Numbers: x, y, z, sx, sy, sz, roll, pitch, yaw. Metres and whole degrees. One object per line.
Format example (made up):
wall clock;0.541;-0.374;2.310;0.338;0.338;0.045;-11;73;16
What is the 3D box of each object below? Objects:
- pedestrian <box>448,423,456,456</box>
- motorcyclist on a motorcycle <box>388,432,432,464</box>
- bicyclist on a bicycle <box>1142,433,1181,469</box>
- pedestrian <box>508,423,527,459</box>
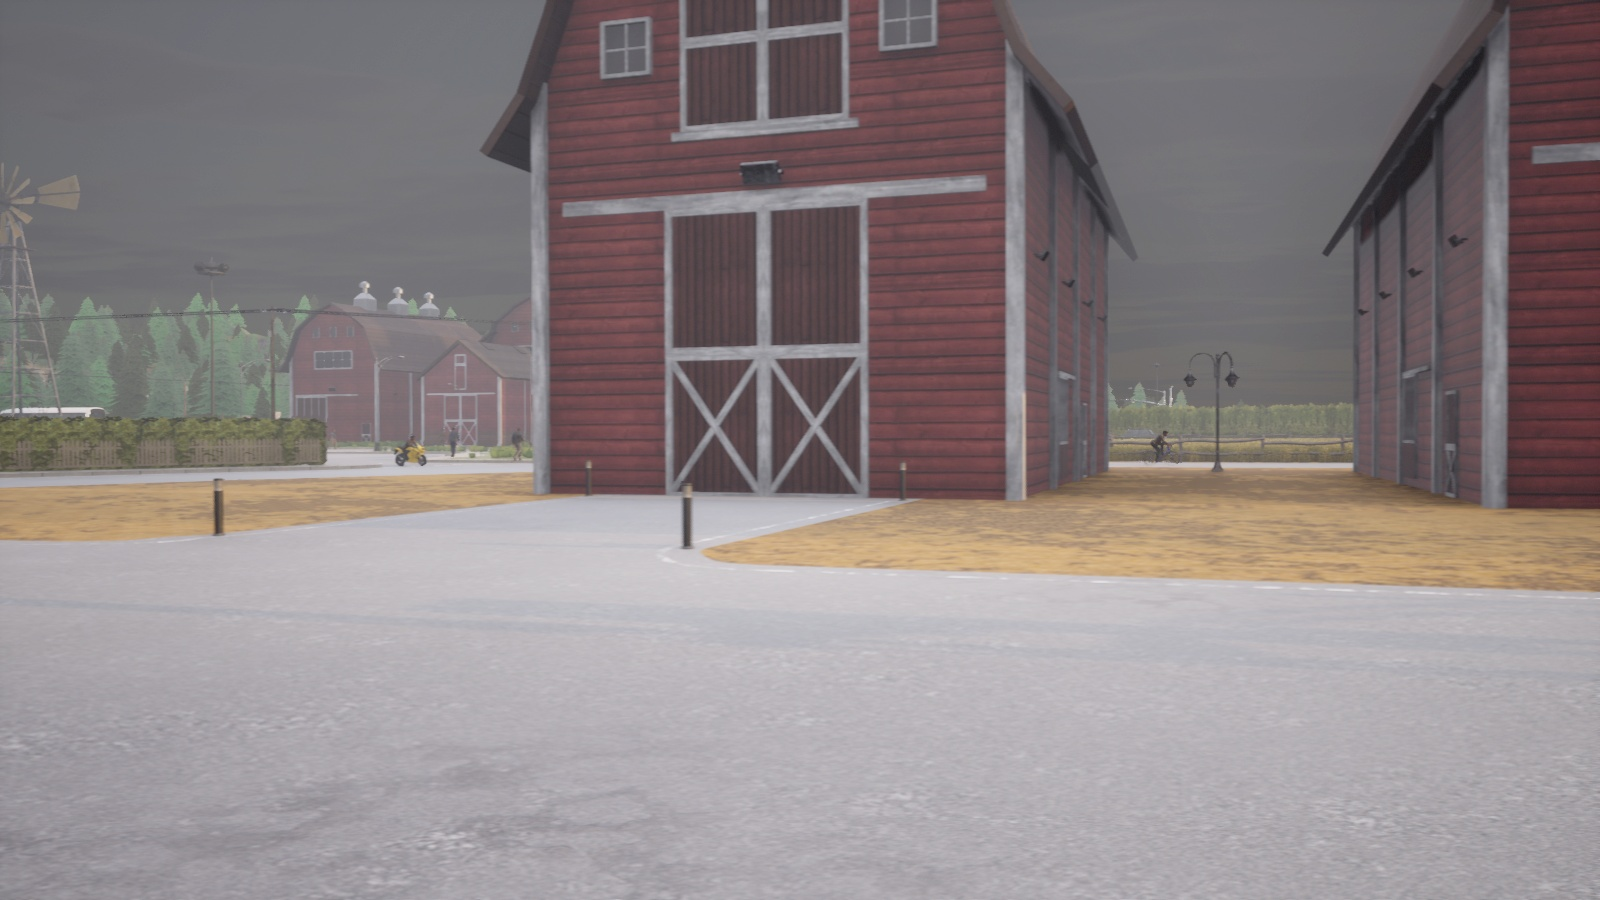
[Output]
pedestrian;-20.443;-0.637;73.801;0.423;1.949;0.788;0;1;-12
motorcyclist on a motorcycle;-19.059;-0.106;61.333;2.044;1.523;0.797;1;1;25
bicyclist on a bicycle;16.690;0.054;57.956;1.656;1.620;0.582;1;1;18
pedestrian;-15.015;-0.483;66.746;0.563;1.883;0.849;1;1;28
